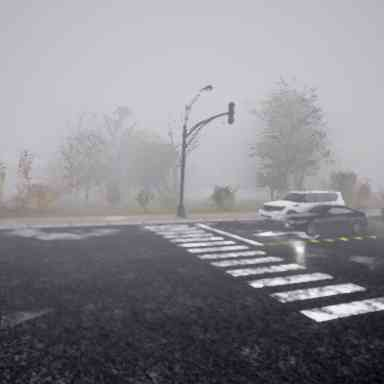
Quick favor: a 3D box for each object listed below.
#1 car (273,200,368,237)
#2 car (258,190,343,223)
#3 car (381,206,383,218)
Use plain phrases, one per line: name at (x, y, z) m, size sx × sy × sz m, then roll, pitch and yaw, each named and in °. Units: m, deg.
car at (6.759, 1.351, 16.912) m, size 4.674 × 1.442 × 1.812 m, roll 0°, pitch 2°, yaw -21°
car at (6.822, 0.928, 20.428) m, size 5.566 × 2.045 × 2.150 m, roll 0°, pitch 2°, yaw -22°
car at (16.062, 1.204, 24.239) m, size 5.008 × 1.535 × 1.882 m, roll 0°, pitch 2°, yaw -22°
